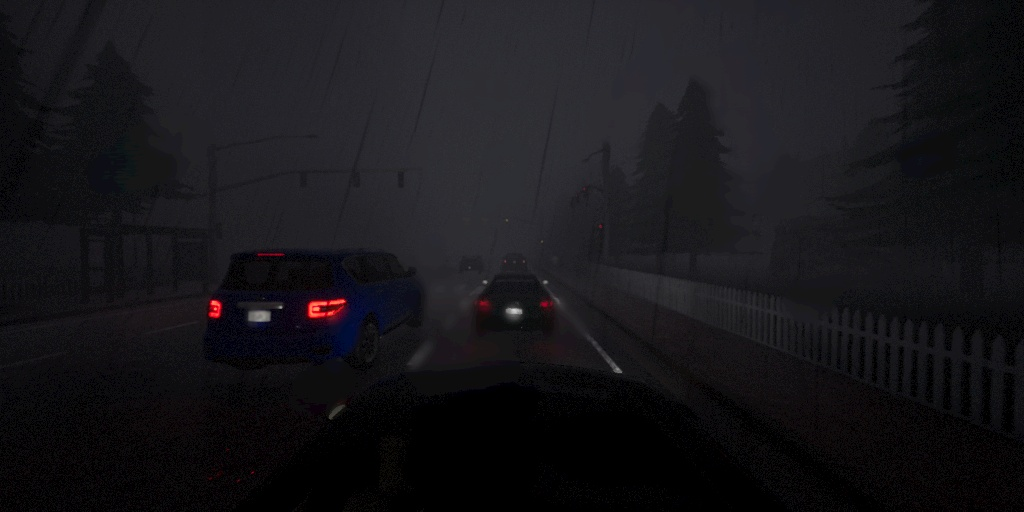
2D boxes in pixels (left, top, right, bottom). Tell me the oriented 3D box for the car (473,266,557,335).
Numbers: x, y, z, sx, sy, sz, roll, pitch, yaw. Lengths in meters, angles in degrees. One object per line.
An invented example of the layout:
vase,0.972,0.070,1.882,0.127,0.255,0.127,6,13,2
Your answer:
car,0.087,1.143,9.841,1.994,1.385,4.181,0,1,1

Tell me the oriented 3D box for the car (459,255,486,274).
car,-3.297,0.647,30.489,2.128,1.511,4.902,0,1,0

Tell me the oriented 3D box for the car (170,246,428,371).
car,-3.405,0.848,7.554,2.150,2.045,5.566,0,1,0

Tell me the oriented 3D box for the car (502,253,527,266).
car,0.209,0.474,31.766,2.097,1.767,4.553,0,1,0
